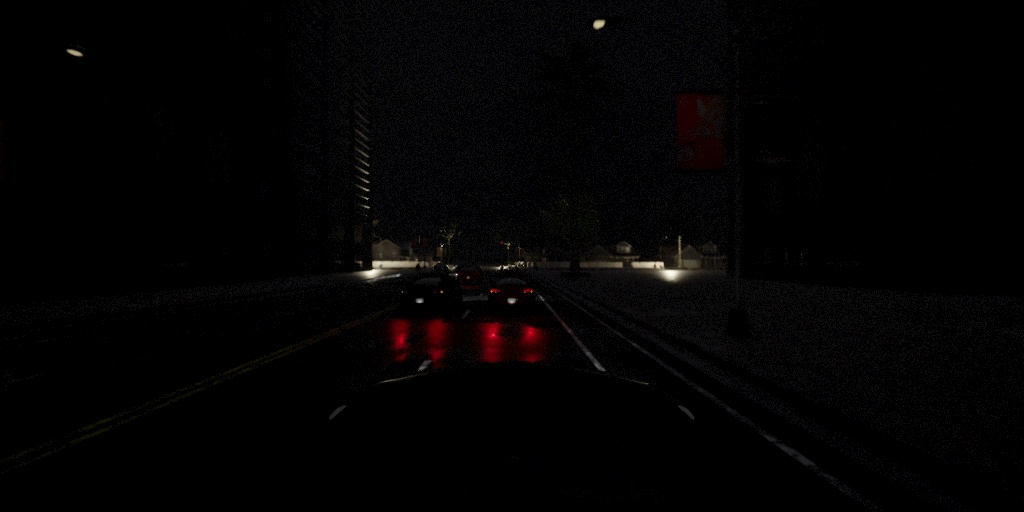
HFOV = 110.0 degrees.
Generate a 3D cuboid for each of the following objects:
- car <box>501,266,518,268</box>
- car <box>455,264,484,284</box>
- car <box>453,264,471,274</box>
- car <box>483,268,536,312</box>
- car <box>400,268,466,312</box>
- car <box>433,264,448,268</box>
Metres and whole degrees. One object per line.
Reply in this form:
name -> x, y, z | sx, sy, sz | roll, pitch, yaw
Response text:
car -> -0.198, 1.547, 29.367 | 2.128, 1.511, 4.902 | 0, -1, -1
car -> -3.461, 1.546, 30.515 | 1.882, 1.535, 5.008 | 0, 0, -1
car -> -7.385, 1.896, 53.768 | 2.033, 1.411, 5.357 | 0, -1, -1
car -> -0.015, 1.417, 14.973 | 1.812, 1.442, 4.674 | 0, 0, 0
car -> -3.265, 1.418, 14.986 | 1.812, 1.442, 4.674 | 0, 0, 0
car -> -10.624, 1.868, 53.250 | 1.812, 1.442, 4.674 | 0, -1, -1
